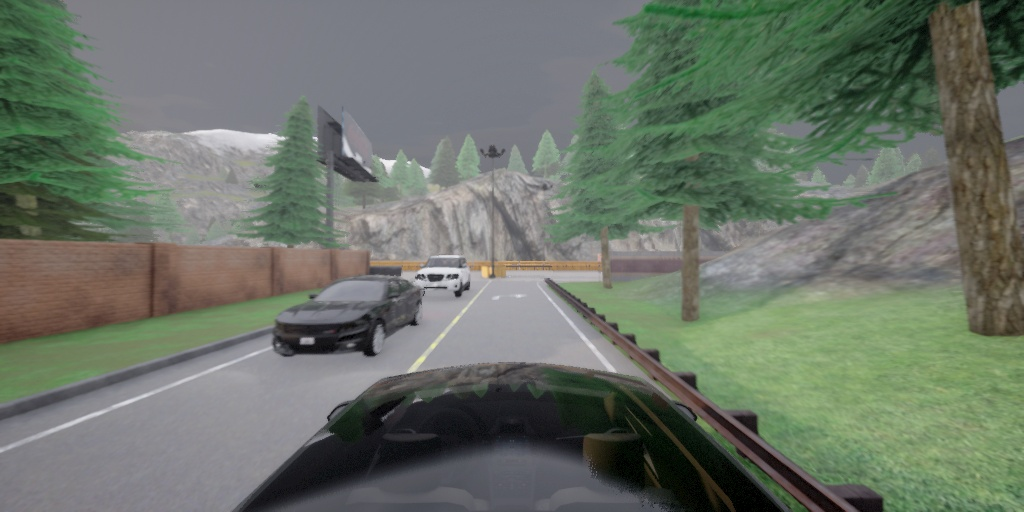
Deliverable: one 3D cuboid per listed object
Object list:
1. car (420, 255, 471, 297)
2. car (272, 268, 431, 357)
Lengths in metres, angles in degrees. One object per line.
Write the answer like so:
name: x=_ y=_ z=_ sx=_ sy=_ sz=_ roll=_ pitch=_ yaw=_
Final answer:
car: x=-3.490 y=0.954 z=19.074 sx=2.150 sy=2.045 sz=5.566 roll=0 pitch=0 yaw=0
car: x=-3.581 y=1.227 z=8.785 sx=1.882 sy=1.535 sz=5.008 roll=0 pitch=0 yaw=0
